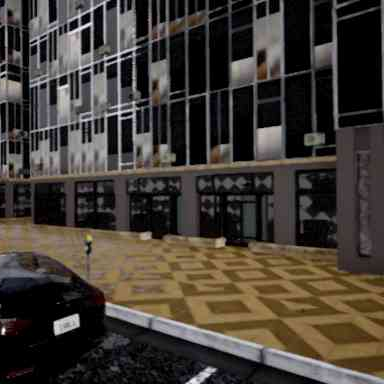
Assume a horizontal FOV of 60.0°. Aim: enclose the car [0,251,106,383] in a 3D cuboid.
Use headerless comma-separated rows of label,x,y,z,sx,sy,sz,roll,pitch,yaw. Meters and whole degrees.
car,-3.166,1.610,5.129,4.313,1.339,1.947,-1,-1,35
